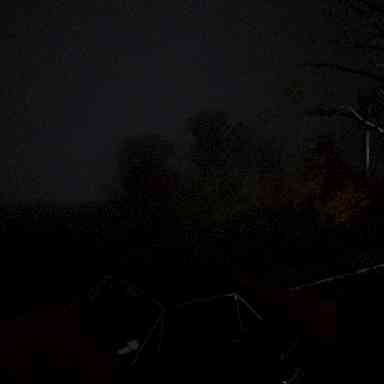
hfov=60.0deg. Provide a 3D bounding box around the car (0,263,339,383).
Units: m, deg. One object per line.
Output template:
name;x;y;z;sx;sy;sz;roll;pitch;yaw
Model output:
car;-0.534;1.601;3.614;4.718;1.301;1.895;0;0;-36
